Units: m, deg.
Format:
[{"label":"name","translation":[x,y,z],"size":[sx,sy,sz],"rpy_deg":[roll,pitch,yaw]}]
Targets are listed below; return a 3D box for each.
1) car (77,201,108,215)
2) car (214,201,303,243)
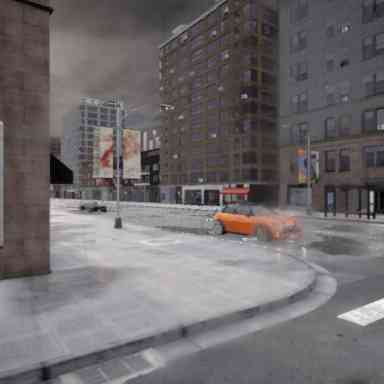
[{"label":"car","translation":[-10.743,1.664,35.850],"size":[1.895,1.301,4.718],"rpy_deg":[0,0,-35]},{"label":"car","translation":[3.116,1.369,16.351],"size":[2.097,1.767,4.553],"rpy_deg":[0,0,-35]}]
